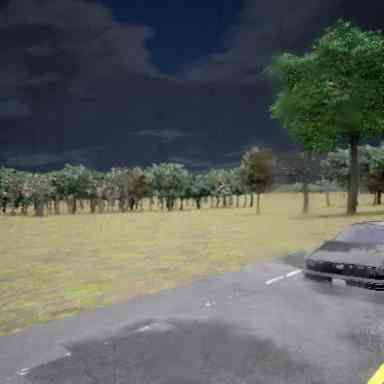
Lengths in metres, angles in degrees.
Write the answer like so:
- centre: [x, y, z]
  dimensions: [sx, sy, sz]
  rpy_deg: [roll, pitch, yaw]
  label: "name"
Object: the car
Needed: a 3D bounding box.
- centre: [5.062, 1.532, 9.089]
  dimensions: [5.357, 1.411, 2.033]
  rpy_deg: [-1, -1, -45]
  label: "car"
